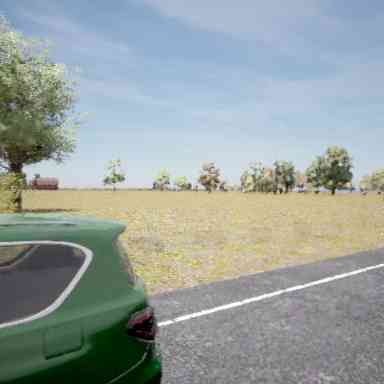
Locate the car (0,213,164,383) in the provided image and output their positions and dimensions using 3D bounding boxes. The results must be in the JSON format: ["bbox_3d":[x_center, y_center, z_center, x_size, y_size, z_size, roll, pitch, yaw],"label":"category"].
[{"bbox_3d":[-2.845,1.224,1.964,5.566,2.045,2.150,0,0,-35],"label":"car"}]
